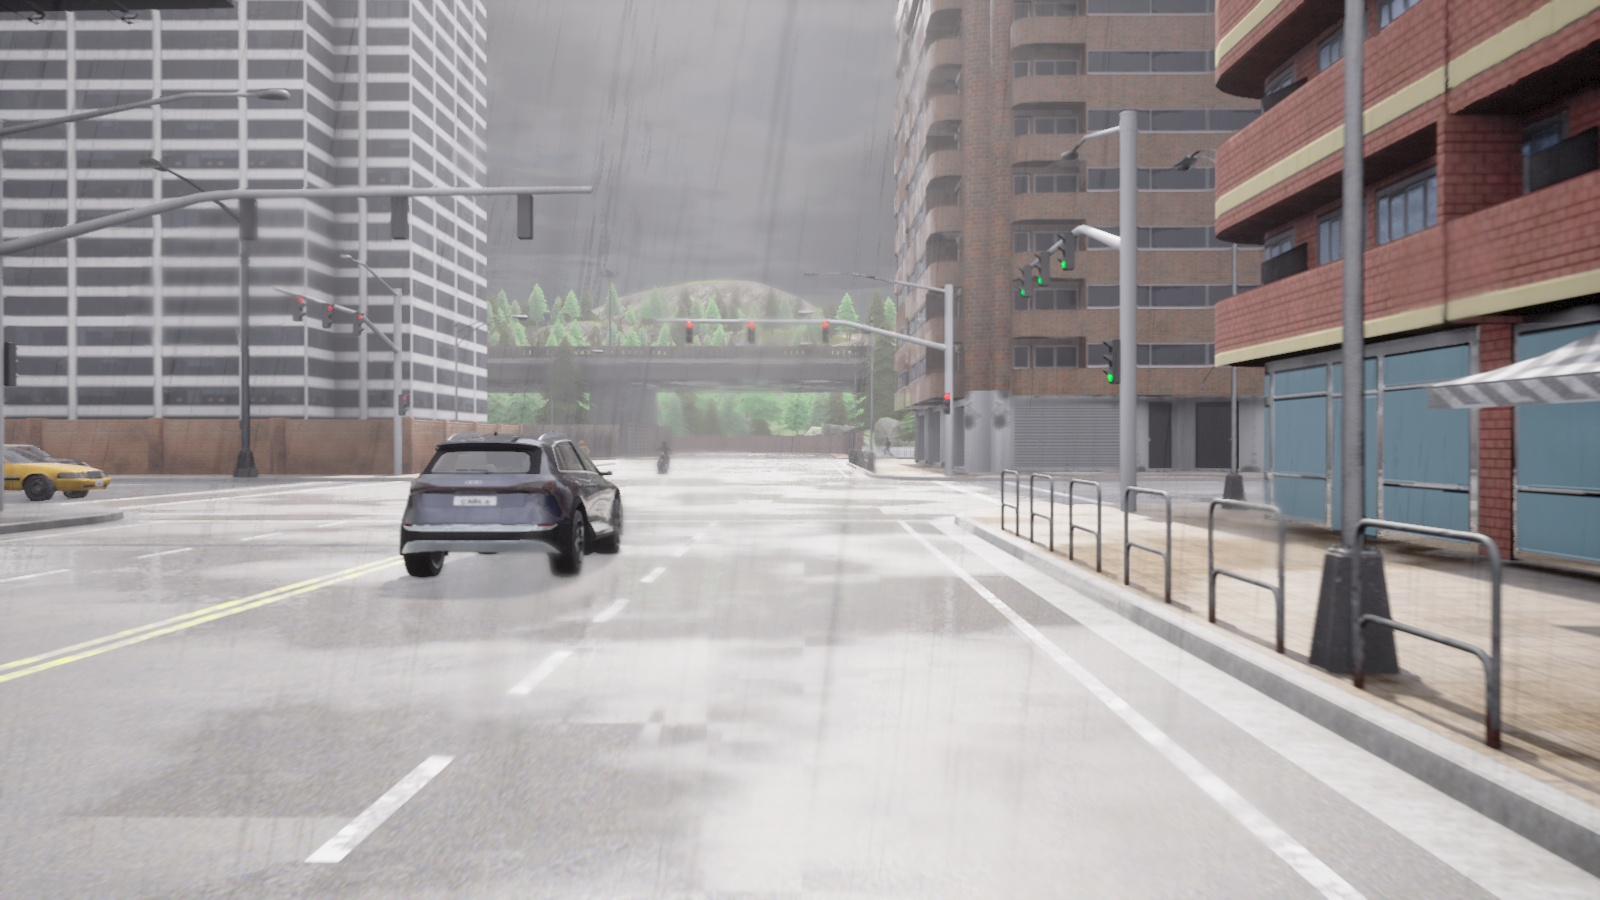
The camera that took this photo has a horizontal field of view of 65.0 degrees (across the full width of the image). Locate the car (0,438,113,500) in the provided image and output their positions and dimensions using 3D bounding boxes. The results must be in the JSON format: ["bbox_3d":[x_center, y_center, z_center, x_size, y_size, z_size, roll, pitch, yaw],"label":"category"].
[{"bbox_3d":[-21.149,0.482,32.862,5.366,1.575,1.801,0,0,1],"label":"car"}]

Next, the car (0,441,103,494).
[{"bbox_3d":[-22.629,0.489,36.378,3.806,1.475,1.970,0,0,1],"label":"car"}]

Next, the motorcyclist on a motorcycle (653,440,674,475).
[{"bbox_3d":[-6.642,0.347,61.092,0.766,1.649,2.350,0,0,0],"label":"motorcyclist on a motorcycle"}]

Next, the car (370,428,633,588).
[{"bbox_3d":[-3.398,0.587,15.363,2.033,1.649,4.856,0,0,0],"label":"car"}]
